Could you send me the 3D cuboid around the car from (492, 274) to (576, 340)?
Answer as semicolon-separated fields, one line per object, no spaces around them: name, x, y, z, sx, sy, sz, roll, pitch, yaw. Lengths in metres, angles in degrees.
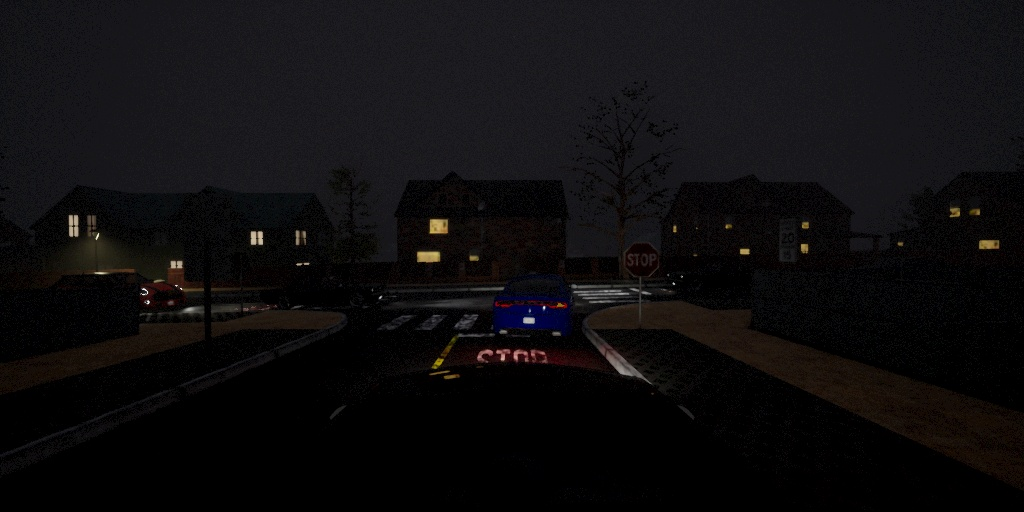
car;0.782;1.226;10.090;1.882;1.535;5.008;0;0;10

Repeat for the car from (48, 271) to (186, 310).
car;-16.806;1.471;15.282;4.553;1.767;2.097;-1;1;0

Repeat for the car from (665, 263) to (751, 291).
car;10.402;1.034;18.230;4.718;1.301;1.895;-1;1;-1

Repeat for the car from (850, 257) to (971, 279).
car;20.047;0.753;18.271;5.357;1.411;2.033;-1;1;0

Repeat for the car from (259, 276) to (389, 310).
car;-7.819;1.506;15.294;4.718;1.301;1.895;-1;1;0
